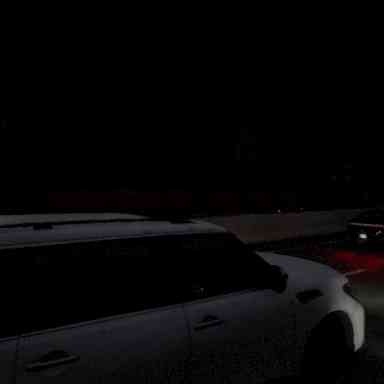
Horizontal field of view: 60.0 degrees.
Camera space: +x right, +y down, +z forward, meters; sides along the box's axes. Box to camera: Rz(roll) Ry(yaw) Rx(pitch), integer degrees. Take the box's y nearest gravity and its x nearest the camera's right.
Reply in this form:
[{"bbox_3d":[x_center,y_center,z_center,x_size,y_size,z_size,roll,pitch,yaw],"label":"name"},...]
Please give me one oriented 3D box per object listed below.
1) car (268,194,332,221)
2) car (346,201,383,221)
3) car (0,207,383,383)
[{"bbox_3d":[9.087,1.181,27.679,5.566,2.045,2.150,0,0,-36],"label":"car"},{"bbox_3d":[15.295,1.497,27.799,5.357,1.411,2.033,0,0,-35],"label":"car"},{"bbox_3d":[-0.556,1.219,3.350,5.566,2.045,2.150,0,0,-36],"label":"car"}]
